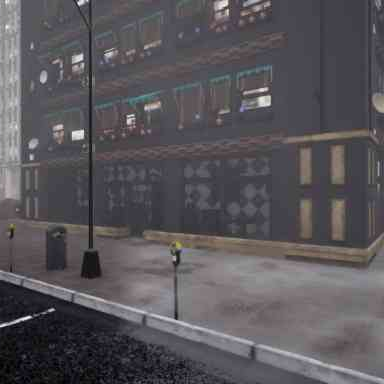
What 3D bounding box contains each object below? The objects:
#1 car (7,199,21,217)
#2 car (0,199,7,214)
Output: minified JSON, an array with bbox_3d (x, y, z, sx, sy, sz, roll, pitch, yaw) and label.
[{"bbox_3d":[-11.432,1.282,25.742,1.947,1.339,4.313,1,1,35],"label":"car"},{"bbox_3d":[-16.195,1.308,29.054,1.994,1.385,4.181,0,1,35],"label":"car"}]
